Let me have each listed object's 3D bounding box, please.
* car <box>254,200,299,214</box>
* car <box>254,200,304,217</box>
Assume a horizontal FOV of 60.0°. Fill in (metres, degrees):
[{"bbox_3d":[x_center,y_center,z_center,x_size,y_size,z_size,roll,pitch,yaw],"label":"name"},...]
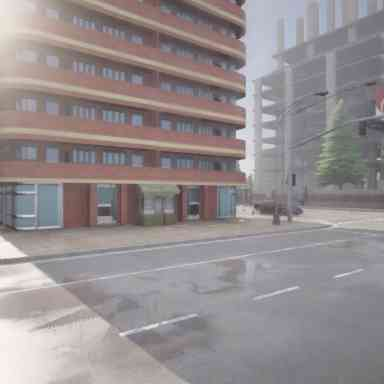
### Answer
[{"bbox_3d":[9.162,1.601,36.425,1.895,1.301,4.718,0,0,-36],"label":"car"},{"bbox_3d":[8.400,1.564,31.504,1.994,1.385,4.181,0,0,-35],"label":"car"}]
